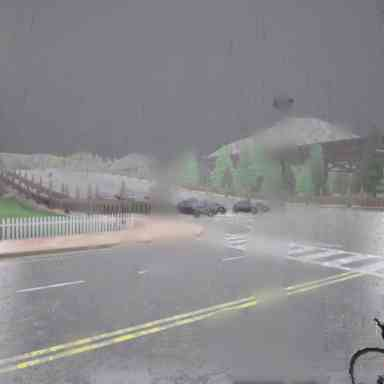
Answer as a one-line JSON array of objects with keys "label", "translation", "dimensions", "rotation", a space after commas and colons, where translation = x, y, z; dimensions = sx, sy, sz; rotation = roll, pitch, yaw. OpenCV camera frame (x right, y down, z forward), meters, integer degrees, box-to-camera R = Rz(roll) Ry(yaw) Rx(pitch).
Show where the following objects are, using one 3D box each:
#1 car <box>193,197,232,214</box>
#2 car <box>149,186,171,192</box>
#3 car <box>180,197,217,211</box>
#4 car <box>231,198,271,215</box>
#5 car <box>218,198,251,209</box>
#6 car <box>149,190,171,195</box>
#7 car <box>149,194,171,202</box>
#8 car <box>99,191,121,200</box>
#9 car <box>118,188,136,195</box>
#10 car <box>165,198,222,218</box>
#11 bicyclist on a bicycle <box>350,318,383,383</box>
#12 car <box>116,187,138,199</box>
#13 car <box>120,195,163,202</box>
[{"label": "car", "translation": [1.693, 1.555, 34.497], "dimensions": [1.994, 1.385, 4.181], "rotation": [0, 0, -37]}, {"label": "car", "translation": [-6.068, -0.187, 62.842], "dimensions": [2.150, 2.045, 5.566], "rotation": [0, 6, -36]}, {"label": "car", "translation": [0.740, 1.424, 41.614], "dimensions": [1.882, 1.535, 5.008], "rotation": [0, 1, -37]}, {"label": "car", "translation": [6.110, 1.558, 34.437], "dimensions": [1.994, 1.385, 4.181], "rotation": [0, 0, -37]}, {"label": "car", "translation": [5.917, 1.531, 46.729], "dimensions": [1.895, 1.301, 4.718], "rotation": [0, 1, -37]}, {"label": "car", "translation": [-5.320, 1.007, 49.760], "dimensions": [1.882, 1.535, 5.008], "rotation": [0, 4, -37]}, {"label": "car", "translation": [-4.258, 1.412, 42.457], "dimensions": [1.994, 1.385, 4.181], "rotation": [0, 2, -37]}, {"label": "car", "translation": [-12.116, 0.904, 47.165], "dimensions": [1.837, 1.490, 4.892], "rotation": [0, 4, -36]}, {"label": "car", "translation": [-10.231, 0.635, 50.506], "dimensions": [2.097, 1.767, 4.553], "rotation": [0, 4, -36]}, {"label": "car", "translation": [0.037, 1.543, 30.864], "dimensions": [2.033, 1.411, 5.357], "rotation": [0, 0, -37]}, {"label": "bicyclist on a bicycle", "translation": [2.253, 1.451, 2.983], "dimensions": [0.582, 1.620, 1.656], "rotation": [0, 0, -43]}, {"label": "car", "translation": [-11.392, 0.169, 58.038], "dimensions": [1.837, 1.490, 4.892], "rotation": [0, 6, -36]}, {"label": "car", "translation": [-5.982, 1.451, 38.913], "dimensions": [2.033, 1.411, 5.357], "rotation": [0, 2, -37]}]
